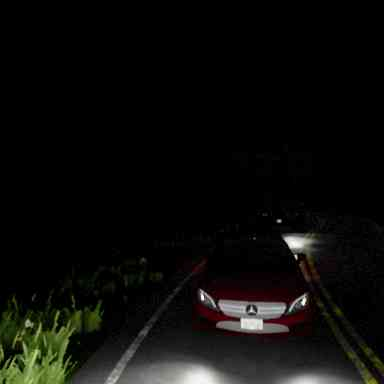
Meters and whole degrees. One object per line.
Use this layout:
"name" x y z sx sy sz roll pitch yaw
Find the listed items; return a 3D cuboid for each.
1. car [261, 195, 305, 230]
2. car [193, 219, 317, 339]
"car" 5.792 1.214 20.802 2.150 2.045 5.566 -2 0 22
"car" 1.241 1.538 6.819 1.812 1.442 4.674 -1 0 11
